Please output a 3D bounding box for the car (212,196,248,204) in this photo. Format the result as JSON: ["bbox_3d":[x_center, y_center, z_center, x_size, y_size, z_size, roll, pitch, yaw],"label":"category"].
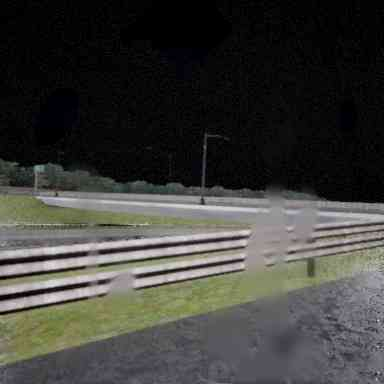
[{"bbox_3d":[5.642,1.375,49.543,5.357,1.411,2.033,2,-2,31],"label":"car"}]
